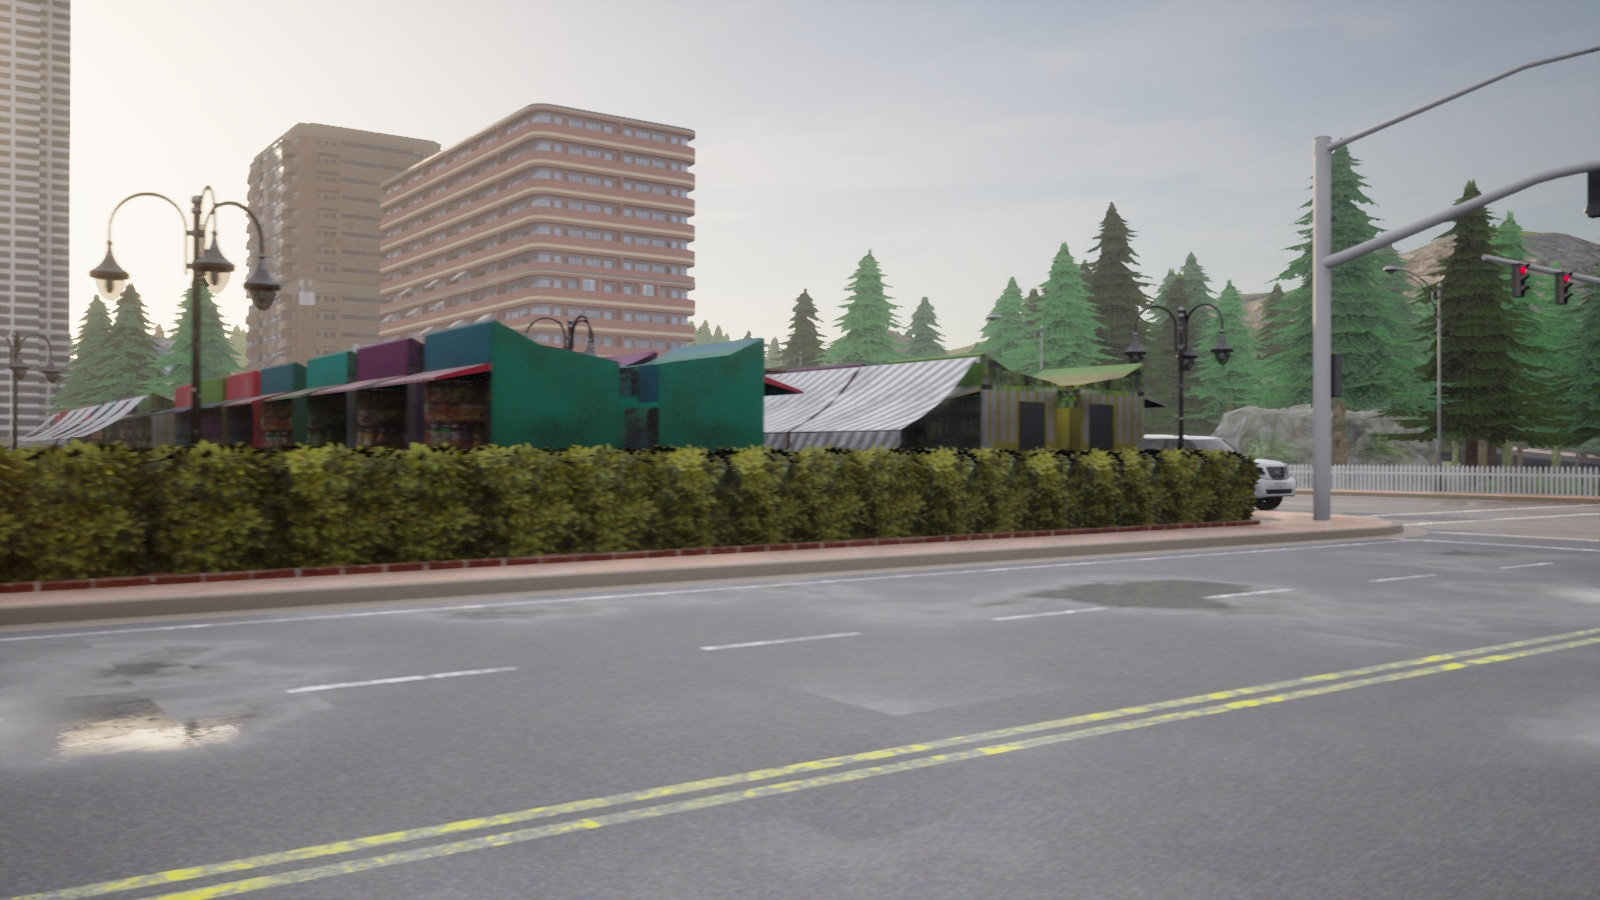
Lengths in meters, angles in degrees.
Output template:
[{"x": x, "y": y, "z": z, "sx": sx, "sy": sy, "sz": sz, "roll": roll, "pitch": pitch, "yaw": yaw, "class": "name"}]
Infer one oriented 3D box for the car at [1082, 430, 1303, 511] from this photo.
[{"x": 10.620, "y": 0.526, "z": 34.429, "sx": 2.150, "sy": 2.045, "sz": 5.566, "roll": 0, "pitch": 0, "yaw": -36, "class": "car"}]
